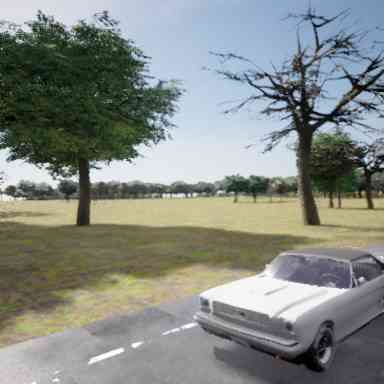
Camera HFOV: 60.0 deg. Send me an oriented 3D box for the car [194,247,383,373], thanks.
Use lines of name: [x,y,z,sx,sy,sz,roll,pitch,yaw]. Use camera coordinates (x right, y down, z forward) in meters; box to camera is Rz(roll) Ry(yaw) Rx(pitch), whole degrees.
car: [2.279,1.770,6.092,4.718,1.301,1.895,0,-3,-43]
